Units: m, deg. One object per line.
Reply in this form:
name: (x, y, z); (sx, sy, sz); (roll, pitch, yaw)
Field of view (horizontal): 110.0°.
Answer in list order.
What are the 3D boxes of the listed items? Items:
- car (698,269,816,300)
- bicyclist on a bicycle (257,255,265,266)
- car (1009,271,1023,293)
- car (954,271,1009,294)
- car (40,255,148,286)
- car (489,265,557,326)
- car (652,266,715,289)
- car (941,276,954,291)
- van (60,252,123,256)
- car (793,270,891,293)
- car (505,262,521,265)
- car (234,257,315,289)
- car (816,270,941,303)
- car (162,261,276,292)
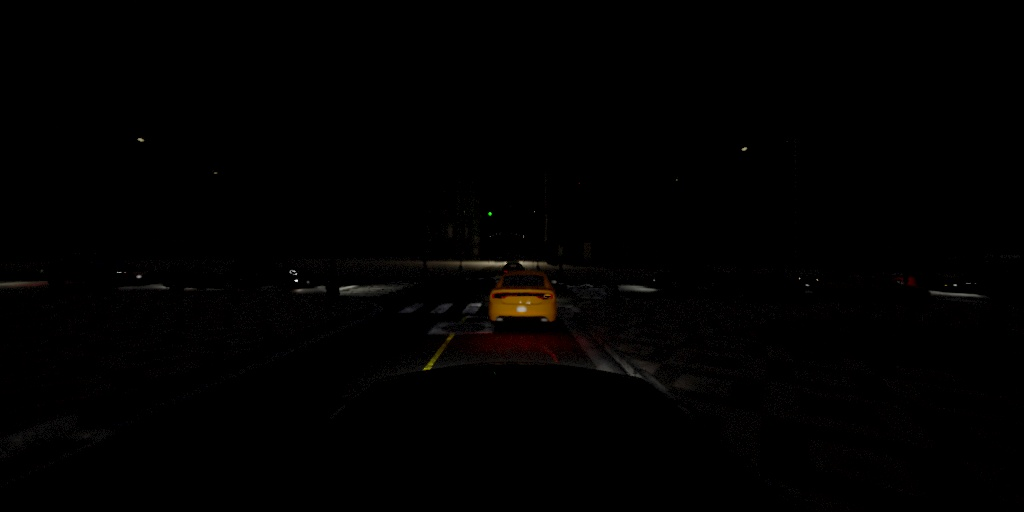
car: (12.130, 1.490, 17.970); (4.313, 1.339, 1.948); (0, 0, 0)
bicyclist on a bicycle: (-20.489, 0.722, 29.373); (0.582, 1.620, 1.656); (1, 0, 0)
car: (29.059, 1.506, 17.966); (5.009, 1.841, 2.192); (0, 0, 0)
car: (31.869, 1.727, 23.812); (4.892, 1.490, 1.837); (1, 0, 0)
car: (-23.894, 0.891, 20.640); (4.902, 1.511, 2.128); (1, 0, 0)
car: (0.433, 1.207, 11.639); (1.882, 1.535, 5.008); (0, 0, 4)
car: (11.886, 1.409, 23.826); (4.892, 1.490, 1.837); (1, 0, 0)
car: (29.069, 1.713, 26.491); (4.507, 1.381, 1.888); (0, 0, 0)
van: (-31.143, 0.628, 26.410); (3.998, 1.789, 1.690); (0, 0, 0)
car: (21.803, 1.660, 23.824); (4.718, 1.301, 1.895); (1, 0, 0)
car: (0.103, 1.239, 30.070); (2.033, 1.411, 5.357); (0, 0, 0)
car: (-13.897, 0.889, 20.591); (4.553, 1.767, 2.097); (1, 0, 1)
car: (17.942, 1.536, 17.968); (4.829, 1.417, 1.751); (0, 0, 0)
car: (-14.778, 1.082, 17.880); (4.403, 1.370, 2.007); (0, 0, 0)
